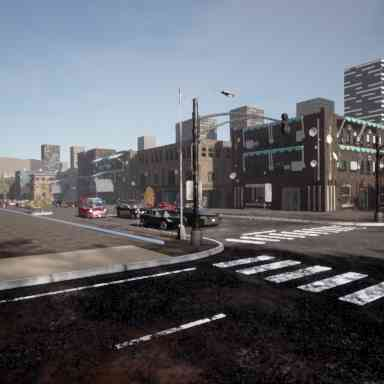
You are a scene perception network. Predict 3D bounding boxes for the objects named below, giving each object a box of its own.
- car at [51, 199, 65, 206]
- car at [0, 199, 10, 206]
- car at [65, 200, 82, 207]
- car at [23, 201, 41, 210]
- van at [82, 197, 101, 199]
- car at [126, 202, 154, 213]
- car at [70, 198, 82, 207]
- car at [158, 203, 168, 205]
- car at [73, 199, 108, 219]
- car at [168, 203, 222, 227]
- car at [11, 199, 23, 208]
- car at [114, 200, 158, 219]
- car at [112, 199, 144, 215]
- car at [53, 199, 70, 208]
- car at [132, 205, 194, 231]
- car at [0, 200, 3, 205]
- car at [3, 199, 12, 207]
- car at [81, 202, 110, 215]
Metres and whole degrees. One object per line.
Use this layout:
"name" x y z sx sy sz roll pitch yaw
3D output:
"car" -30.045 2.364 74.628 1.947 1.339 4.313 -1 0 -37
"car" -46.696 2.597 82.912 1.887 1.381 4.507 -1 0 -37
"car" -23.419 2.227 65.759 1.887 1.381 4.507 -1 0 -37
"car" -26.717 2.232 56.171 1.752 1.417 4.829 -1 0 -37
"van" -16.798 1.907 56.890 1.690 1.788 3.998 -1 0 -37
"car" -6.853 1.966 43.588 1.802 1.307 4.206 -2 0 -37
"car" -20.112 1.940 61.324 2.192 1.841 5.009 -1 0 -37
"car" -3.541 1.904 39.155 1.802 1.307 4.206 -2 0 -37
"car" -10.256 1.846 34.136 1.967 1.590 4.097 -2 0 -37
"car" 0.262 1.783 24.384 1.994 1.385 4.181 -1 0 -38
"car" -33.445 2.375 65.176 2.008 1.369 4.403 -1 0 -37
"car" -5.718 1.825 32.412 2.128 1.511 4.902 -1 0 -37
"car" -7.841 1.742 40.586 2.097 1.767 4.553 -1 0 -37
"car" -24.936 2.197 63.466 1.837 1.490 4.892 -1 -2 -36
"car" -2.045 1.815 22.948 1.947 1.339 4.313 -2 0 -37
"car" -43.383 2.547 78.478 2.008 1.369 4.403 -1 0 -37
"car" -40.073 2.379 74.043 1.967 1.590 4.097 -1 0 -37
"car" -11.839 1.974 40.619 1.812 1.442 4.674 -1 0 -36
